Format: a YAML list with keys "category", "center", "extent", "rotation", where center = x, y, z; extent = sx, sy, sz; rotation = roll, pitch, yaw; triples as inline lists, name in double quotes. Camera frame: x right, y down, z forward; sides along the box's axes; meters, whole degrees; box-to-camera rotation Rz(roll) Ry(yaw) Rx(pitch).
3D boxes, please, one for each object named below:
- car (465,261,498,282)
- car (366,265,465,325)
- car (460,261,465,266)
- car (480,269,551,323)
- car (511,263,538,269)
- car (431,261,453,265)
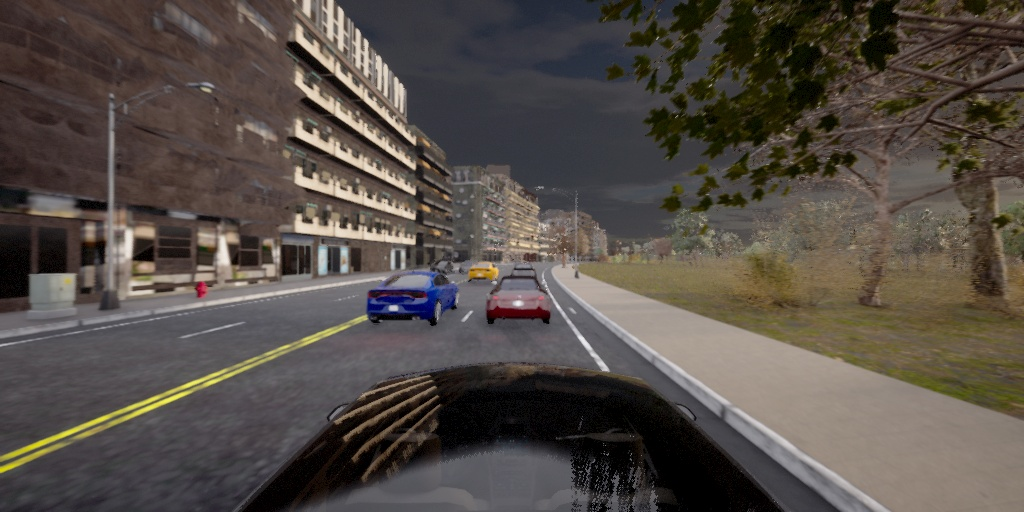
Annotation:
- category: "car"
  center: [-2.219, 1.253, 29.041]
  extent: [1.882, 1.535, 5.008]
  rotation: [0, 0, 4]
- category: "car"
  center: [-3.025, 1.228, 11.907]
  extent: [1.882, 1.535, 5.008]
  rotation: [0, 0, 2]
- category: "car"
  center: [-4.727, 1.296, 40.674]
  extent: [2.128, 1.511, 4.902]
  rotation: [0, 0, 5]
- category: "car"
  center: [0.237, 1.317, 12.114]
  extent: [1.994, 1.385, 4.181]
  rotation: [0, 0, 2]
- category: "car"
  center: [0.920, 1.268, 27.364]
  extent: [2.128, 1.511, 4.902]
  rotation: [0, 0, 4]
- category: "car"
  center: [-7.960, 1.306, 40.987]
  extent: [1.837, 1.490, 4.892]
  rotation: [0, 0, 5]
